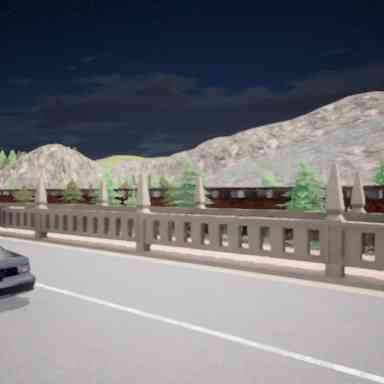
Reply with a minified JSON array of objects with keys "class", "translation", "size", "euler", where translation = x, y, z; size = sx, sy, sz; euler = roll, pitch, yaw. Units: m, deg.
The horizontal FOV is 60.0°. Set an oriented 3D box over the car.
[{"class":"car","translation":[-5.656,1.556,7.373],"size":[5.357,1.411,2.033],"euler":[0,0,35]}]
